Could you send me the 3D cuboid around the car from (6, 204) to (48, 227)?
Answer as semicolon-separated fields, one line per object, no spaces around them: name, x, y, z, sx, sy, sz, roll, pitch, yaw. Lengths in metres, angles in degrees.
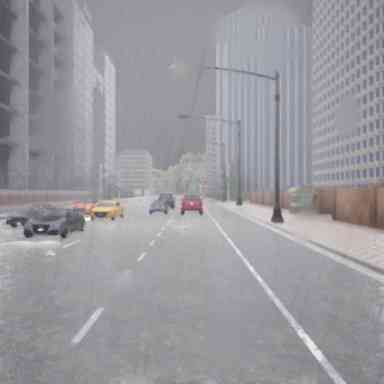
car;-10.562;1.563;22.972;2.033;1.411;5.357;0;0;0

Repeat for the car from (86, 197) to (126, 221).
car;-7.025;1.497;28.019;1.882;1.535;5.008;0;0;0

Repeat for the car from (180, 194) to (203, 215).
car;-0.006;1.246;34.213;2.150;2.045;5.566;0;0;0

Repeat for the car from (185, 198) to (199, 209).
car;0.014;1.558;47.583;1.812;1.442;4.674;0;0;0

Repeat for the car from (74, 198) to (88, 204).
car;-10.506;1.374;33.202;2.097;1.767;4.553;0;0;0

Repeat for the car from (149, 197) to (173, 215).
car;-3.400;1.571;34.868;2.033;1.411;5.357;0;0;-1

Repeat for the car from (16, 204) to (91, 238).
car;-7.096;1.576;17.569;1.994;1.385;4.181;0;0;0

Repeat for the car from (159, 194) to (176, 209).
car;-3.502;1.255;46.128;2.150;2.045;5.566;0;0;0
